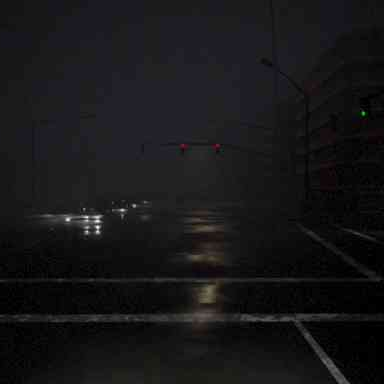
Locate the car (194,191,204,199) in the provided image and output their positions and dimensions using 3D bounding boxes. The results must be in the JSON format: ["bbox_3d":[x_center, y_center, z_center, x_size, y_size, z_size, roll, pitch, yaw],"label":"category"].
[{"bbox_3d":[1.601,0.555,75.805,2.097,1.767,4.553,0,1,1],"label":"car"}]

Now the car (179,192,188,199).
[{"bbox_3d":[-1.899,0.741,75.797,2.033,1.411,5.357,0,1,1],"label":"car"}]

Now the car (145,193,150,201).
[{"bbox_3d":[-9.096,0.947,63.488,2.033,1.411,5.357,0,1,1],"label":"car"}]

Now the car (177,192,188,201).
[{"bbox_3d":[-1.936,0.917,65.146,2.033,1.411,5.357,0,1,1],"label":"car"}]

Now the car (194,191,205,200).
[{"bbox_3d":[1.571,0.855,65.415,2.128,1.511,4.902,0,1,1],"label":"car"}]

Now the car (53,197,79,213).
[{"bbox_3d":[-13.009,1.346,35.333,1.882,1.535,5.008,0,1,1],"label":"car"}]

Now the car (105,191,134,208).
[{"bbox_3d":[-9.404,1.106,43.308,2.097,1.767,4.553,0,1,1],"label":"car"}]

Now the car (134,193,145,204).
[{"bbox_3d":[-9.282,1.132,52.953,2.033,1.411,5.357,0,1,1],"label":"car"}]

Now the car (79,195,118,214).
[{"bbox_3d":[-9.521,1.369,34.267,2.128,1.511,4.902,0,1,1],"label":"car"}]
